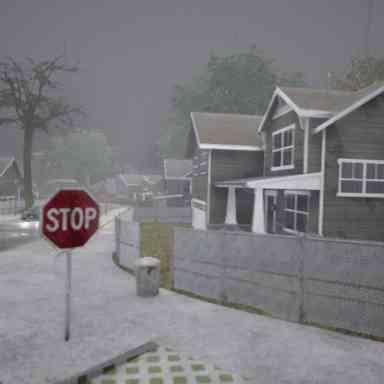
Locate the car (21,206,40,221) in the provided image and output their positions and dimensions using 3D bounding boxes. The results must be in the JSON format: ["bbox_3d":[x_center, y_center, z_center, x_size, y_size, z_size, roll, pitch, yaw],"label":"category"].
[{"bbox_3d":[-14.561,2.029,31.606,1.994,1.385,4.181,1,-1,-8],"label":"car"}]
